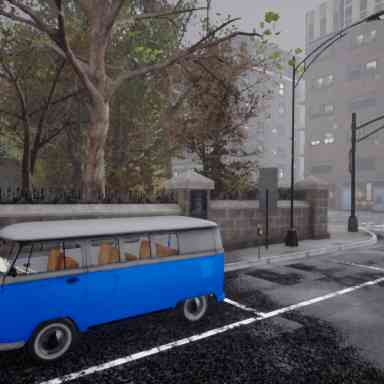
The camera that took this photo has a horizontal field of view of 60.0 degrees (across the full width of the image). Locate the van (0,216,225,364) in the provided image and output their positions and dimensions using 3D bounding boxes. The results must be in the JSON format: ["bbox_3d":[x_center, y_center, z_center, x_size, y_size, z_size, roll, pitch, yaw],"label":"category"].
[{"bbox_3d":[-1.302,1.342,5.563,3.998,1.788,1.690,0,1,-35],"label":"van"}]
